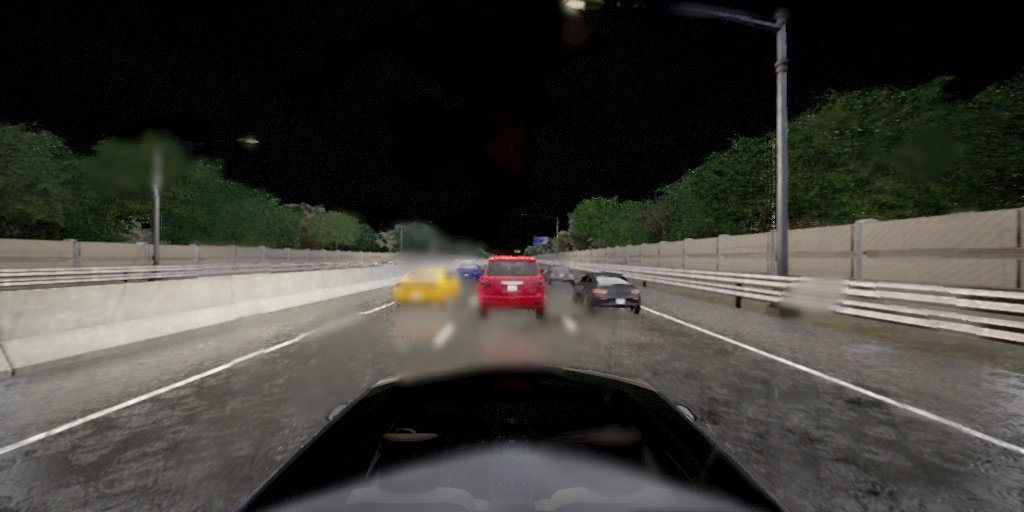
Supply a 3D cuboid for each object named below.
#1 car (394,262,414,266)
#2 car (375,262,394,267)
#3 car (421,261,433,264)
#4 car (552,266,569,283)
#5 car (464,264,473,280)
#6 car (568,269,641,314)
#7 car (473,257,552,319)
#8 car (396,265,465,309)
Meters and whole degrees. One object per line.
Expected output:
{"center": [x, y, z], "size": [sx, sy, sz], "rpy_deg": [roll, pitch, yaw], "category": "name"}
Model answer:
{"center": [-17.525, 1.640, 59.699], "size": [1.994, 1.385, 4.181], "rpy_deg": [0, 0, 1], "category": "car"}
{"center": [-21.014, 1.676, 59.470], "size": [1.895, 1.301, 4.718], "rpy_deg": [0, 0, 1], "category": "car"}
{"center": [-14.025, 1.603, 59.820], "size": [1.812, 1.442, 4.674], "rpy_deg": [0, 0, 1], "category": "car"}
{"center": [3.526, 1.443, 27.190], "size": [2.033, 1.411, 5.357], "rpy_deg": [0, 0, 0], "category": "car"}
{"center": [-3.440, 1.392, 30.533], "size": [1.882, 1.535, 5.008], "rpy_deg": [0, 0, 0], "category": "car"}
{"center": [3.541, 1.348, 13.979], "size": [1.812, 1.442, 4.674], "rpy_deg": [0, -1, 0], "category": "car"}
{"center": [0.033, 1.040, 13.248], "size": [2.150, 2.045, 5.566], "rpy_deg": [0, 0, 1], "category": "car"}
{"center": [-3.443, 1.307, 15.505], "size": [1.882, 1.535, 5.008], "rpy_deg": [0, 0, 0], "category": "car"}
